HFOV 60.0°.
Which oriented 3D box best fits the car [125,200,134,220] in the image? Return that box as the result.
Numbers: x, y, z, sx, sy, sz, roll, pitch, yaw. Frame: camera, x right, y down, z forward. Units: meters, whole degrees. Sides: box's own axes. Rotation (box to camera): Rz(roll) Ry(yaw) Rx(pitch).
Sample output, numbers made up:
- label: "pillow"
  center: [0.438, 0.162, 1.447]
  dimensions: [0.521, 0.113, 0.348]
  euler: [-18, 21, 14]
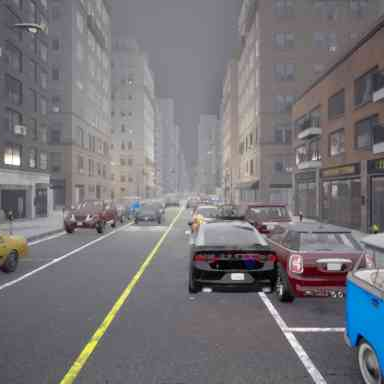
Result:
- label: "car"
  center: [-5.726, 1.549, 25.278]
  dimensions: [2.008, 1.369, 4.403]
  euler: [0, 0, 0]

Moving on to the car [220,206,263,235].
- label: "car"
  center: [2.769, 1.565, 19.577]
  dimensions: [1.947, 1.339, 4.313]
  euler: [0, 0, 0]

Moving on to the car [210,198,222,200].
- label: "car"
  center: [2.830, 1.549, 30.915]
  dimensions: [2.008, 1.369, 4.403]
  euler: [0, 0, 0]

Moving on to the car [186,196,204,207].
- label: "car"
  center: [0.230, 1.552, 43.538]
  dimensions: [1.994, 1.385, 4.181]
  euler: [0, 0, 0]

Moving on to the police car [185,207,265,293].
- label: "police car"
  center: [0.842, 1.425, 8.984]
  dimensions: [1.930, 1.638, 5.238]
  euler: [0, 0, -1]

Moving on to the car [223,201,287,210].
- label: "car"
  center: [2.739, 1.314, 13.908]
  dimensions: [2.192, 1.841, 5.009]
  euler: [0, 0, 0]

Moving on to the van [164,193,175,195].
- label: "van"
  center: [-5.461, 1.292, 75.147]
  dimensions: [1.690, 1.788, 3.998]
  euler: [0, 0, 0]

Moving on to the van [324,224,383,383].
- label: "van"
  center: [2.679, 1.341, 2.569]
  dimensions: [1.690, 1.788, 3.998]
  euler: [0, 0, 0]

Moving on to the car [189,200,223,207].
- label: "car"
  center: [0.886, 1.455, 19.079]
  dimensions: [1.801, 1.575, 5.366]
  euler: [0, 0, 0]

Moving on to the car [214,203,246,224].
- label: "car"
  center: [2.799, 1.564, 25.246]
  dimensions: [1.947, 1.339, 4.313]
  euler: [0, 0, 0]

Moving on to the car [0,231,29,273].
- label: "car"
  center: [-5.817, 1.525, 8.104]
  dimensions: [1.752, 1.417, 4.829]
  euler: [0, 0, 0]

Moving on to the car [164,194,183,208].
- label: "car"
  center: [-2.747, 1.460, 48.213]
  dimensions: [1.882, 1.535, 5.008]
  euler: [0, 0, 0]

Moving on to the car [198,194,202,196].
- label: "car"
  center: [0.279, 1.455, 53.157]
  dimensions: [1.882, 1.535, 5.008]
  euler: [0, 0, 0]

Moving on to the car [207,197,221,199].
- label: "car"
  center: [2.860, 1.577, 36.585]
  dimensions: [1.802, 1.307, 4.206]
  euler: [0, 0, 0]

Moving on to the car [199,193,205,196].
- label: "car"
  center: [3.064, 1.391, 75.119]
  dimensions: [1.967, 1.590, 4.097]
  euler: [0, 0, 0]

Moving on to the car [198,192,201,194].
- label: "car"
  center: [3.124, 1.249, 86.289]
  dimensions: [2.192, 1.841, 5.009]
  euler: [0, 0, 0]

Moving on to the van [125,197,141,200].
- label: "van"
  center: [-5.696, 1.339, 30.946]
  dimensions: [1.690, 1.788, 3.998]
  euler: [0, 0, 0]

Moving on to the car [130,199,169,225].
- label: "car"
  center: [-2.974, 1.503, 24.198]
  dimensions: [1.837, 1.490, 4.892]
  euler: [0, 0, 0]

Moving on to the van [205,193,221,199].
- label: "van"
  center: [2.890, 1.331, 42.255]
  dimensions: [1.690, 1.788, 3.998]
  euler: [0, 0, 0]

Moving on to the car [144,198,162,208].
- label: "car"
  center: [-5.605, 1.534, 47.951]
  dimensions: [2.008, 1.369, 4.403]
  euler: [0, 0, 0]

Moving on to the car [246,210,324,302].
- label: "car"
  center: [2.709, 1.440, 8.239]
  dimensions: [1.967, 1.590, 4.097]
  euler: [0, 0, 0]

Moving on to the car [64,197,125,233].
- label: "car"
  center: [-5.756, 1.314, 19.610]
  dimensions: [2.192, 1.841, 5.009]
  euler: [0, 0, 0]
